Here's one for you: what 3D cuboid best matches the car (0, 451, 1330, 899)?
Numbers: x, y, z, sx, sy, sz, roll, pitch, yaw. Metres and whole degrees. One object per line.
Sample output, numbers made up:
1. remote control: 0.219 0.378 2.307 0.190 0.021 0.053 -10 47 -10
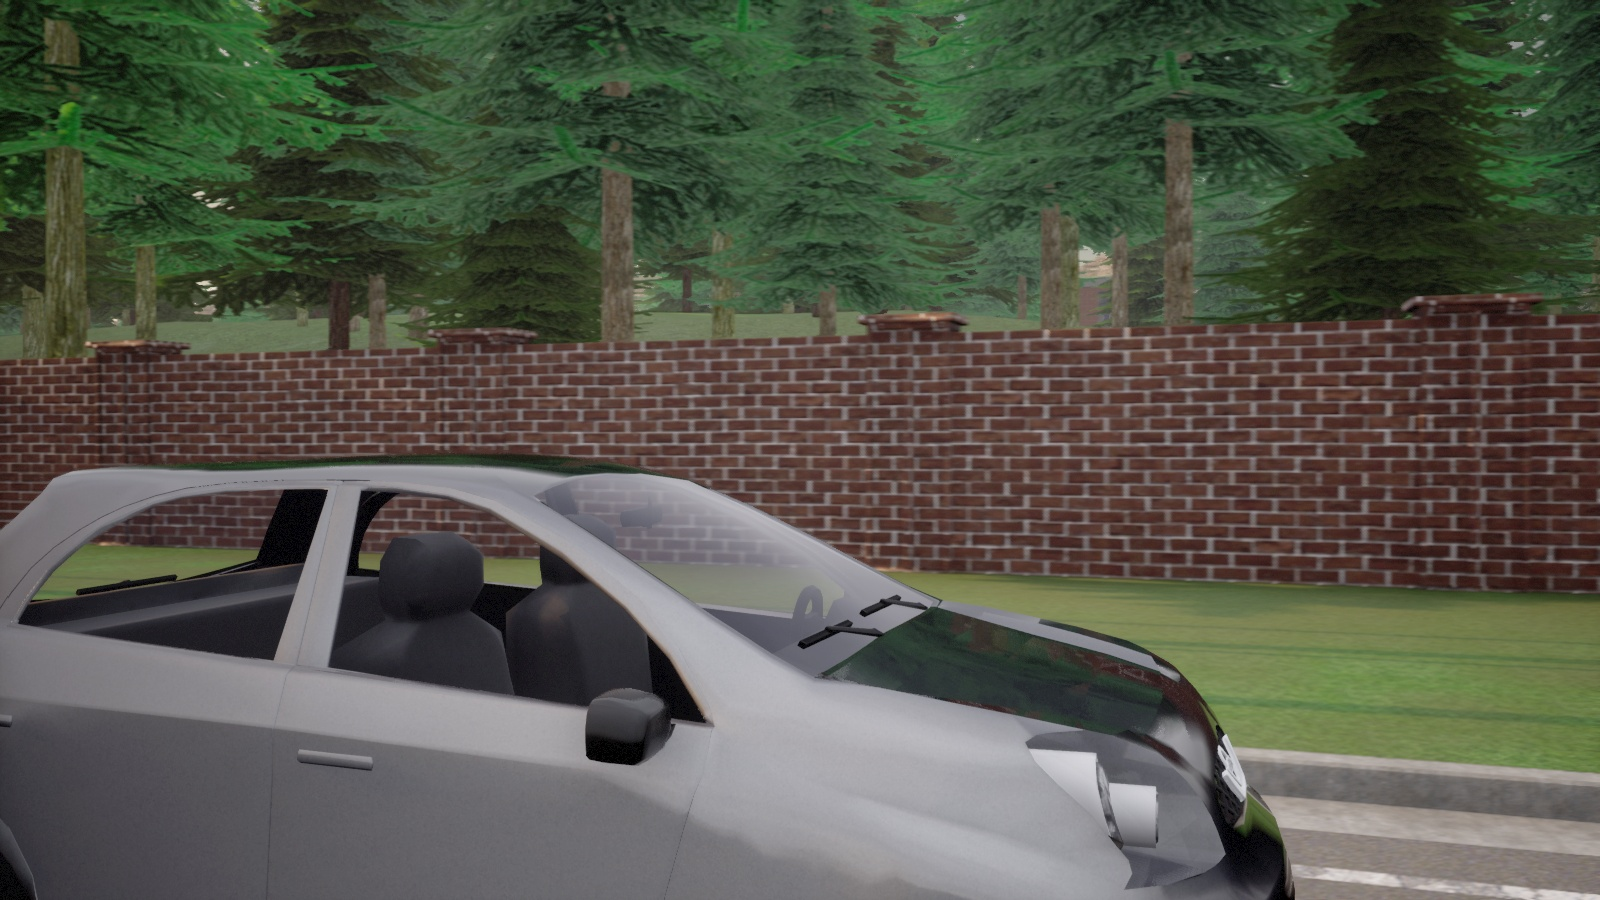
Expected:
1. car: -0.613 0.784 3.400 3.633 1.501 1.845 1 1 19
